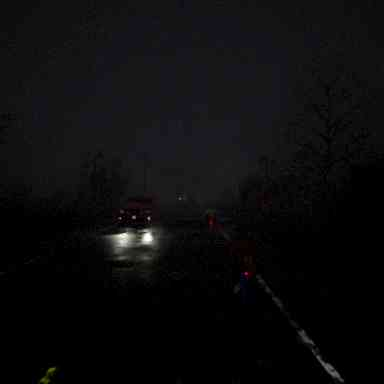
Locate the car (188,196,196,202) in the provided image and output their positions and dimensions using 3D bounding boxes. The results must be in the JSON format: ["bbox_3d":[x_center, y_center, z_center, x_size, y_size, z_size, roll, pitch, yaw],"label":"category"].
[{"bbox_3d":[-0.006,1.639,77.614,1.895,1.301,4.718,0,0,0],"label":"car"}]

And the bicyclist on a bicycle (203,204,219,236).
[{"bbox_3d":[0.988,1.432,17.406,0.866,1.612,1.509,0,0,0],"label":"bicyclist on a bicycle"}]

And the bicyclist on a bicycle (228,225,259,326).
[{"bbox_3d":[0.960,1.450,6.123,0.582,1.620,1.656,0,0,0],"label":"bicyclist on a bicycle"}]

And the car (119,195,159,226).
[{"bbox_3d":[-3.602,1.219,23.449,2.150,2.045,5.566,0,0,0],"label":"car"}]

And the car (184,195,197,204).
[{"bbox_3d":[0.020,1.569,62.051,2.033,1.411,5.357,0,0,1],"label":"car"}]
